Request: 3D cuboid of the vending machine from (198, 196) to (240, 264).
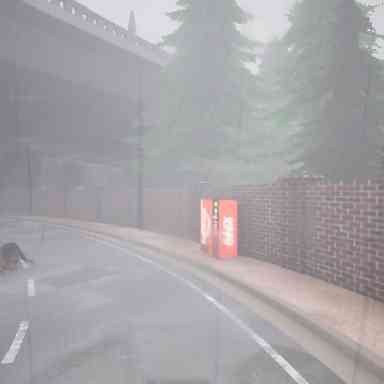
[{"bbox_3d":[0.896,1.195,11.054,1.100,2.100,0.880,0,0,-28],"label":"vending machine"}]
